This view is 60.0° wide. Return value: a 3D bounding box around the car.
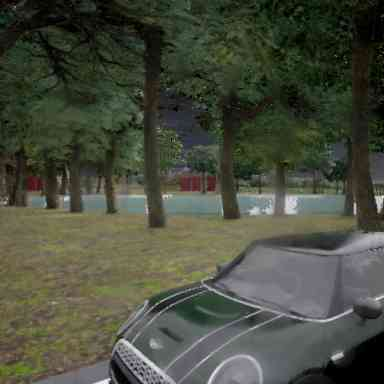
[{"bbox_3d":[1.357,1.347,4.040,4.553,1.767,2.097,0,0,-35],"label":"car"}]
